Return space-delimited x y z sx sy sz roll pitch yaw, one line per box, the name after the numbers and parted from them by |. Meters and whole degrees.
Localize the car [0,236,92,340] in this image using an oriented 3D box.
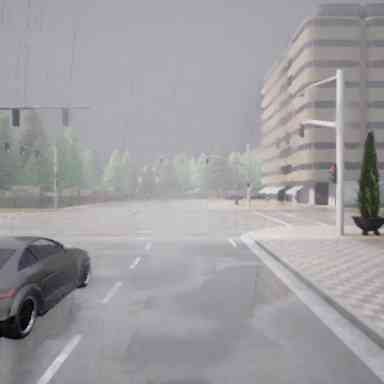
-3.435 1.534 6.505 1.994 1.385 4.181 0 0 0 | car

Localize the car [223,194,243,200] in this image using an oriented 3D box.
9.637 1.181 78.019 5.357 1.411 2.033 0 0 -37 | car

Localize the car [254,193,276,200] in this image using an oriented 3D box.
18.363 1.140 83.526 4.902 1.511 2.128 0 0 -22 | car

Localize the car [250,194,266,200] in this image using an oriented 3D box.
14.946 1.167 77.662 4.674 1.442 1.812 0 0 -34 | car
